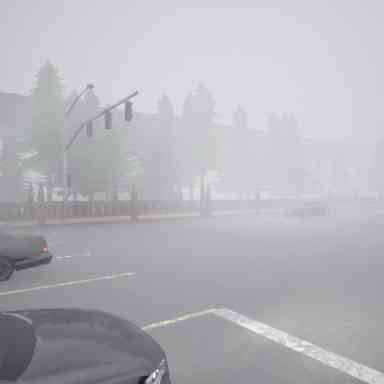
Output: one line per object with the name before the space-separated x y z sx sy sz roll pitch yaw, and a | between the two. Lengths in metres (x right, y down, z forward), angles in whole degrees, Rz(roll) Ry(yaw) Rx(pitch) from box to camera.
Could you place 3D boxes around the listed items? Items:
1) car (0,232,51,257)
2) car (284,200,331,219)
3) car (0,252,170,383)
car | -6.322 1.549 8.081 5.357 1.411 2.033 0 0 -36
car | 9.853 1.465 28.292 4.892 1.490 1.837 0 0 -36
car | -2.405 1.491 2.051 4.902 1.511 2.128 0 0 -35
